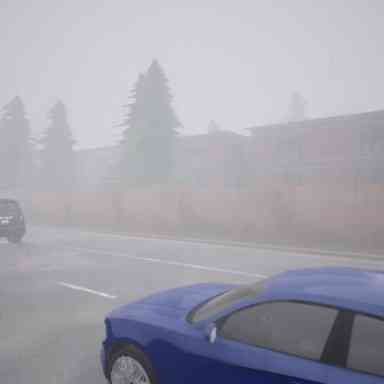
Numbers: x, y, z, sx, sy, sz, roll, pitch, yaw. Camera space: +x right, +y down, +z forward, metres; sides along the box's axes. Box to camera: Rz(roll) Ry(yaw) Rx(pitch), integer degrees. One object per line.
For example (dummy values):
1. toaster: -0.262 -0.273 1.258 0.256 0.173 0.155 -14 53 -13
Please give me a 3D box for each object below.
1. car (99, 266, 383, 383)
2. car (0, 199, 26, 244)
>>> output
1. car: 1.238 1.482 3.107 5.008 1.535 1.882 0 0 35
2. car: -9.888 1.334 15.333 5.566 2.045 2.150 0 0 35
